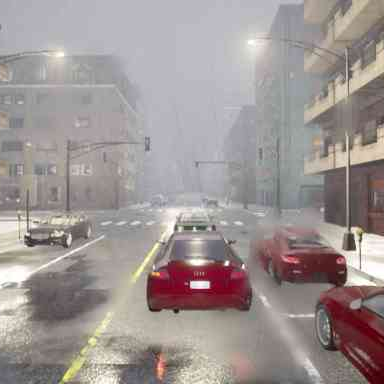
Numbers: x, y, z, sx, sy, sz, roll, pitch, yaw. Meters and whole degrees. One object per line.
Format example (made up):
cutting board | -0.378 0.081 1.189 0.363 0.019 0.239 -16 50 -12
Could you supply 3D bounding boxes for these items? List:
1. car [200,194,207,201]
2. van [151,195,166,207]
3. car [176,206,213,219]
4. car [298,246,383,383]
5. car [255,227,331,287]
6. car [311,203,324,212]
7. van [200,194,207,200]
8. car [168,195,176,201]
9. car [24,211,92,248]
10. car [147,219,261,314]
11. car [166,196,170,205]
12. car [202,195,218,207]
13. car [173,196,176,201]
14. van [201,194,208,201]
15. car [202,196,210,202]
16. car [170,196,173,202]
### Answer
car | 3.072 1.584 69.711 2.008 1.369 4.403 1 0 0
van | -5.511 1.368 52.797 1.690 1.788 3.998 1 0 0
car | 0.125 1.611 16.544 1.895 1.301 4.718 0 0 0
car | 2.672 1.584 3.330 1.802 1.307 4.206 1 0 0
car | 2.680 1.588 9.001 1.802 1.307 4.206 1 0 0
car | 15.599 1.531 36.878 4.507 1.381 1.887 0 -1 1
van | 3.252 1.384 92.392 1.690 1.788 3.998 1 0 0
car | -5.175 1.586 86.812 1.887 1.381 4.507 1 0 0
car | -5.749 1.560 14.752 2.008 1.369 4.403 1 0 0
car | 0.117 1.569 7.726 1.994 1.385 4.181 0 0 -1
car | -5.396 1.596 58.459 1.947 1.339 4.313 1 0 0
car | 3.035 1.576 51.123 2.008 1.369 4.403 1 0 0
car | -5.263 1.603 75.471 1.947 1.339 4.313 1 0 0
van | 3.208 1.381 86.721 1.690 1.788 3.998 1 0 0
car | 3.116 1.618 75.381 1.802 1.307 4.206 1 0 0
car | -5.350 1.472 64.130 1.967 1.590 4.097 1 0 0
